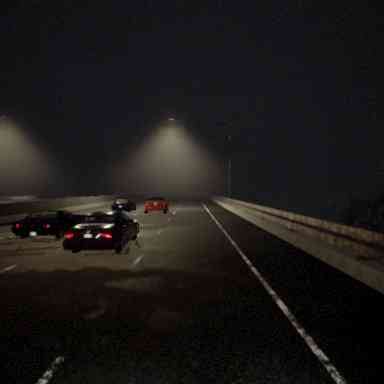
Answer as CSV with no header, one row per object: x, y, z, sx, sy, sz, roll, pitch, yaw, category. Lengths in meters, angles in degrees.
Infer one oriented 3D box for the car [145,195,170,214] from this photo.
-3.395,1.156,33.299,2.097,1.767,4.553,0,0,0,car

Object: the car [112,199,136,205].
-6.895,1.363,34.002,1.994,1.385,4.181,0,0,0,car

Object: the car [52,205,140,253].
-3.398,1.471,13.373,2.033,1.411,5.357,0,0,0,car

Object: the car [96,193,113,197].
-17.489,0.925,68.270,2.097,1.767,4.553,0,0,0,car

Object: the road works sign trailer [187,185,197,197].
0.013,-0.074,84.841,2.380,3.560,2.880,0,0,0,road works sign trailer

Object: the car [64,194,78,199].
-24.489,1.164,68.215,1.895,1.301,4.718,0,0,0,car

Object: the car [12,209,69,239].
-6.898,1.505,16.690,1.895,1.301,4.718,0,0,0,car

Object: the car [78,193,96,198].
-20.989,0.924,68.272,2.097,1.767,4.553,0,0,0,car
